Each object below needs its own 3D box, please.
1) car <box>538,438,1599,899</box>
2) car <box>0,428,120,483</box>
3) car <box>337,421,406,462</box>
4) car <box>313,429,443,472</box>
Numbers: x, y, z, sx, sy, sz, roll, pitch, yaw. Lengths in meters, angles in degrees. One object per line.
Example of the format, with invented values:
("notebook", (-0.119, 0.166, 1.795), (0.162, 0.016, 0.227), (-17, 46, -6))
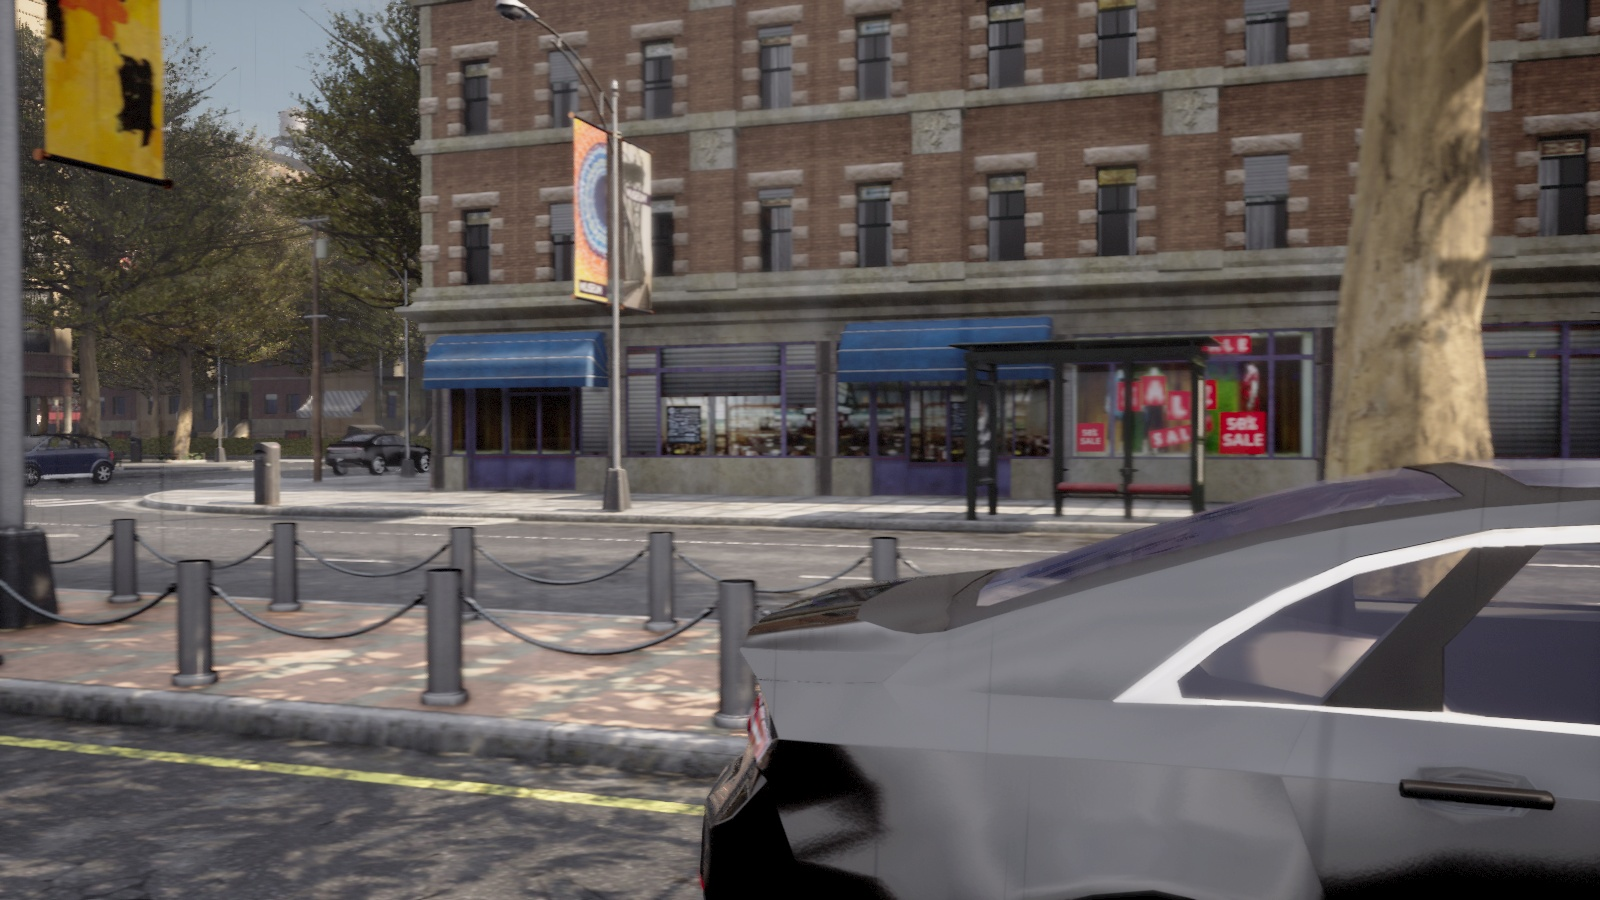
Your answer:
("car", (2.197, 0.752, 2.453), (4.902, 1.511, 2.128), (1, 1, 19))
("car", (-22.548, 0.119, 37.517), (1.789, 1.549, 3.705), (1, 1, 18))
("car", (-20.286, -0.404, 59.335), (1.905, 1.878, 3.866), (0, 1, -38))
("car", (-15.776, -0.033, 47.224), (2.128, 1.511, 4.902), (1, 1, 18))
